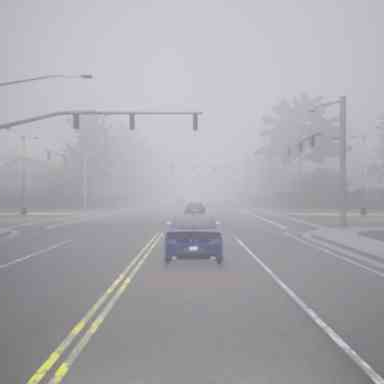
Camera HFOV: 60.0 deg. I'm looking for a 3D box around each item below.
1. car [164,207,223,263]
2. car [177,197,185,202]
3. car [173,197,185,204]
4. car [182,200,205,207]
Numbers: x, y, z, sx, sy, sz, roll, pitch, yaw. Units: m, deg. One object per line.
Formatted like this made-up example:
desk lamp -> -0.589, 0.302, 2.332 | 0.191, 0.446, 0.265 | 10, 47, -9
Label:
car -> 0.051, 1.531, 12.311 | 1.882, 1.535, 5.008 | 0, 0, 0
car -> -2.666, 1.957, 84.812 | 1.895, 1.301, 4.718 | 0, 0, 0
car -> -2.760, 1.847, 69.071 | 1.994, 1.385, 4.181 | 0, 0, 0
car -> 0.353, 1.706, 33.385 | 1.994, 1.385, 4.181 | 0, 0, 2
